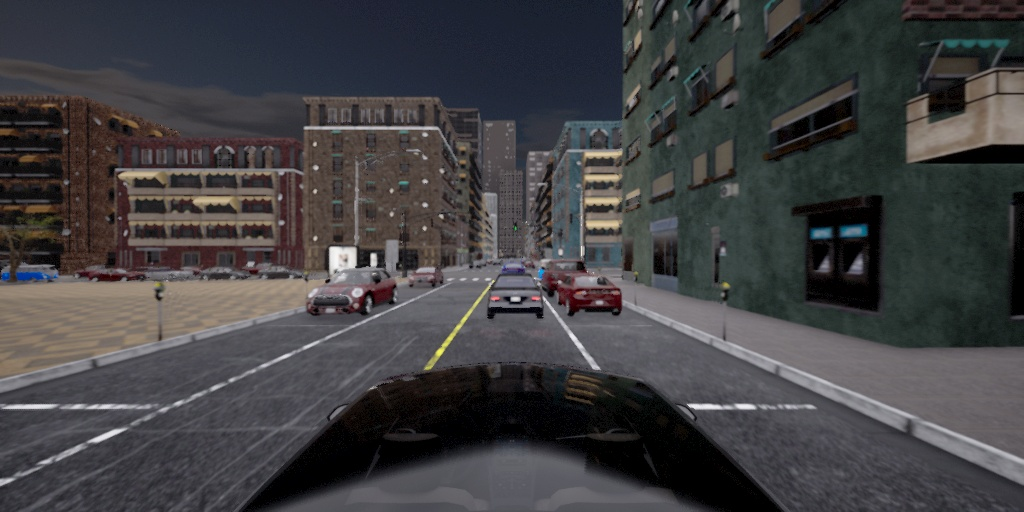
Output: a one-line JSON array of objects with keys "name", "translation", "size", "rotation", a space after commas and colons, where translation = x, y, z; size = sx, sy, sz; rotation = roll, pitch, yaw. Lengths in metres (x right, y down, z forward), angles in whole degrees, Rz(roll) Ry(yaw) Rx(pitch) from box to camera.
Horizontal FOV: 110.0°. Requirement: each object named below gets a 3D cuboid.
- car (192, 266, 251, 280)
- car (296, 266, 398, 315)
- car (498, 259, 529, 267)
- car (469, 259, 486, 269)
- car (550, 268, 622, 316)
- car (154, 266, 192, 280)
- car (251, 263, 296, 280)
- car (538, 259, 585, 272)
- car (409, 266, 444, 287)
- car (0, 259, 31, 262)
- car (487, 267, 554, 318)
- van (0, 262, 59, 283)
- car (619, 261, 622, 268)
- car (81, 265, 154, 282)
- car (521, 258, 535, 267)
[{"name": "car", "translation": [-27.955, 1.721, 35.020], "size": [4.403, 1.370, 2.007], "rotation": [0, 0, 0]}, {"name": "car", "translation": [-5.690, 1.189, 13.230], "size": [1.967, 1.591, 4.097], "rotation": [0, 0, 0]}, {"name": "car", "translation": [0.107, 1.229, 28.954], "size": [1.882, 1.535, 5.008], "rotation": [0, 0, 0]}, {"name": "car", "translation": [-5.680, 1.327, 56.691], "size": [1.948, 1.339, 4.313], "rotation": [0, 0, 0]}, {"name": "car", "translation": [2.691, 1.295, 13.227], "size": [1.888, 1.381, 4.507], "rotation": [0, 0, 0]}, {"name": "car", "translation": [-36.455, 1.874, 37.687], "size": [4.718, 1.301, 1.895], "rotation": [-1, 0, 0]}, {"name": "car", "translation": [-22.386, 1.640, 35.059], "size": [4.403, 1.370, 2.007], "rotation": [0, 0, 0]}, {"name": "car", "translation": [2.693, 1.065, 18.756], "size": [2.192, 1.841, 5.009], "rotation": [0, 0, 0]}, {"name": "car", "translation": [-5.687, 1.333, 24.286], "size": [1.802, 1.307, 4.207], "rotation": [0, 0, 0]}, {"name": "car", "translation": [-52.242, 1.383, 37.661], "size": [5.566, 2.045, 2.150], "rotation": [-1, 0, 0]}, {"name": "car", "translation": [0.103, 1.297, 12.900], "size": [2.033, 1.411, 5.357], "rotation": [0, 0, 0]}, {"name": "van", "translation": [-46.845, 1.786, 34.991], "size": [3.998, 1.789, 1.690], "rotation": [0, 0, 0]}, {"name": "car", "translation": [15.781, 0.788, 43.834], "size": [5.009, 1.841, 2.192], "rotation": [0, 0, 0]}, {"name": "car", "translation": [-38.385, 1.867, 34.993], "size": [4.507, 1.381, 1.888], "rotation": [0, 0, 0]}, {"name": "car", "translation": [2.701, 1.344, 56.678], "size": [1.802, 1.307, 4.207], "rotation": [0, 0, 0]}]
